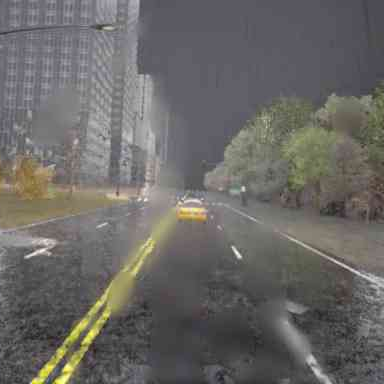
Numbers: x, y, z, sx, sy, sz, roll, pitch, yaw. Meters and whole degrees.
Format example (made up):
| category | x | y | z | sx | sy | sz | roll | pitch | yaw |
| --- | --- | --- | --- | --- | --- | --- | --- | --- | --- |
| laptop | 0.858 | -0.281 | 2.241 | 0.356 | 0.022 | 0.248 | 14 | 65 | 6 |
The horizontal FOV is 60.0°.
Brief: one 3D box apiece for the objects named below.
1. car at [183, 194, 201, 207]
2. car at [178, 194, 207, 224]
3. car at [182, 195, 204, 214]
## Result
| category | x | y | z | sx | sy | sz | roll | pitch | yaw |
| --- | --- | --- | --- | --- | --- | --- | --- | --- | --- |
| car | -0.007 | 1.017 | 41.823 | 2.033 | 1.411 | 5.357 | 3 | 1 | 0 |
| car | 0.020 | 1.187 | 22.291 | 1.801 | 1.575 | 5.366 | 3 | 1 | 0 |
| car | 0.102 | 1.136 | 31.635 | 1.812 | 1.442 | 4.674 | 3 | 0 | 0 |
